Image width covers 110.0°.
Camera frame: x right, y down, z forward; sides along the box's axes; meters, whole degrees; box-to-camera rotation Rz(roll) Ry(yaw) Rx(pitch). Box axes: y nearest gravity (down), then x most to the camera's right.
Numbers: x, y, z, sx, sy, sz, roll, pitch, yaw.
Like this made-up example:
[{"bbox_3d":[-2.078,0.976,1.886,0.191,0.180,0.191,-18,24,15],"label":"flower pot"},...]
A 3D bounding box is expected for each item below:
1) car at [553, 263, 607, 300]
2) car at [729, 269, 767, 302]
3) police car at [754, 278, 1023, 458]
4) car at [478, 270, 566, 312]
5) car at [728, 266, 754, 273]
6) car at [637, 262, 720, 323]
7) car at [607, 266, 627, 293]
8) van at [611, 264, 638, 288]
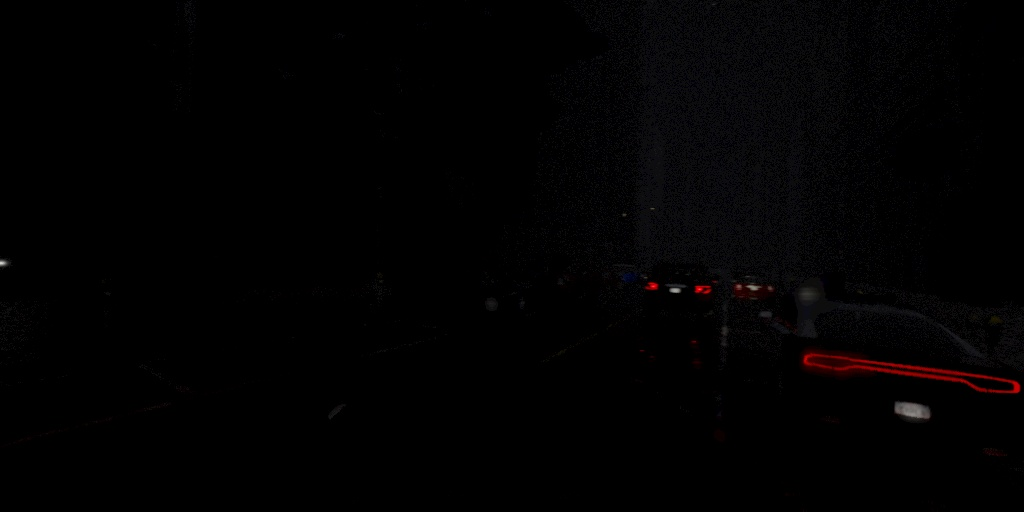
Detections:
[{"bbox_3d":[3.275,1.306,19.718,2.192,1.841,5.009,0,0,31],"label":"car"},{"bbox_3d":[13.486,1.756,20.160,1.967,1.591,4.097,0,0,31],"label":"car"},{"bbox_3d":[5.282,1.372,5.758,1.930,1.638,5.238,2,-1,31],"label":"police car"},{"bbox_3d":[0.372,1.428,14.888,1.948,1.339,4.313,0,0,31],"label":"car"},{"bbox_3d":[19.293,1.888,29.819,2.192,1.841,5.009,0,0,31],"label":"car"},{"bbox_3d":[6.721,1.277,14.030,2.150,2.045,5.566,2,-1,31],"label":"car"},{"bbox_3d":[6.179,1.664,24.548,1.888,1.381,4.507,0,0,31],"label":"car"},{"bbox_3d":[9.083,1.589,29.377,1.690,1.789,3.998,0,0,31],"label":"van"}]
